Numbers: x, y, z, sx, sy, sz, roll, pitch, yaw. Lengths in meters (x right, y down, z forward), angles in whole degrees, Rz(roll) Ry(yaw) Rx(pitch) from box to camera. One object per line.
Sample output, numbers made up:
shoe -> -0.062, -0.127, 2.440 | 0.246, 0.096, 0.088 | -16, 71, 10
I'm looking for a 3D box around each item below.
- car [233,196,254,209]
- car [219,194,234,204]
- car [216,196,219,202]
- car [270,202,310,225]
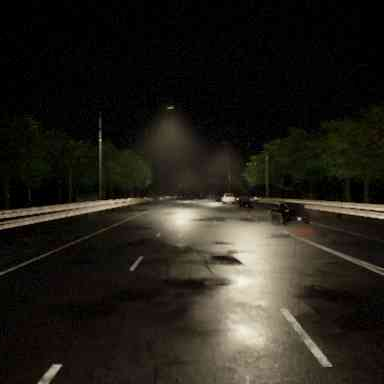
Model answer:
car -> 7.042, 1.560, 45.051 | 1.812, 1.442, 4.674 | 0, 0, 0
car -> 7.122, 1.381, 65.132 | 2.150, 2.045, 5.566 | 0, -1, 0
car -> 7.247, 1.739, 85.157 | 2.097, 1.767, 4.553 | 0, -1, 0
car -> 7.013, 1.512, 24.147 | 1.837, 1.490, 4.892 | 0, 0, 0
